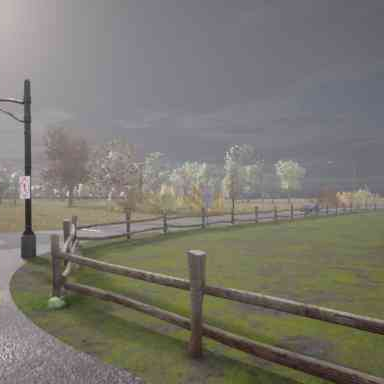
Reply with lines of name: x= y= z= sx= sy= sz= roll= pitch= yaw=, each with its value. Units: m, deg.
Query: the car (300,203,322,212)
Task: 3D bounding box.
car: x=18.949 y=2.449 z=52.944 sx=2.033 sy=1.411 sz=5.357 roll=-1 pitch=-2 yaw=40
